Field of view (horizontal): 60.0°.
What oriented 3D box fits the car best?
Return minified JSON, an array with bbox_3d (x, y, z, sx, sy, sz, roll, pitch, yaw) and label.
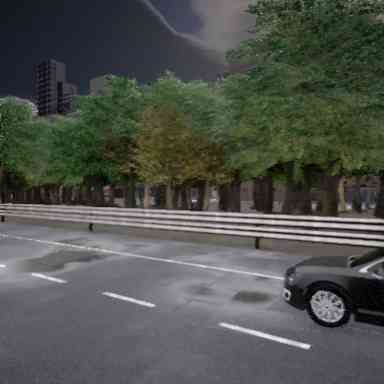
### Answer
[{"bbox_3d":[3.949,1.506,5.351,4.892,1.490,1.837,0,0,36],"label":"car"}]
